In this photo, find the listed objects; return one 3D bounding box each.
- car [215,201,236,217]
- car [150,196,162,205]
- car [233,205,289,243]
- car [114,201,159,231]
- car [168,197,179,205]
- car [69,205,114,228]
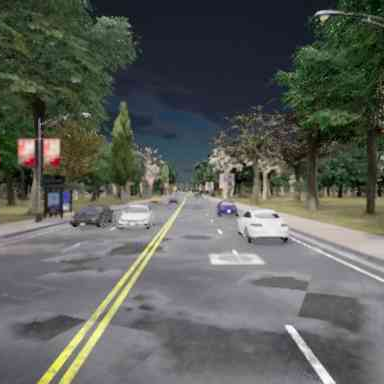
[{"bbox_3d":[3.286,1.557,31.923,1.812,1.442,4.674,0,0,0],"label":"car"},{"bbox_3d":[-6.742,1.539,62.828,1.882,1.535,5.008,0,0,0],"label":"car"},{"bbox_3d":[3.330,1.541,16.138,1.812,1.442,4.674,0,0,0],"label":"car"},{"bbox_3d":[-3.381,1.547,21.154,1.812,1.442,4.674,0,0,0],"label":"car"},{"bbox_3d":[-3.483,1.608,62.987,2.033,1.411,5.357,0,0,0],"label":"car"},{"bbox_3d":[-6.635,1.571,22.809,2.033,1.411,5.357,0,0,0],"label":"car"}]
